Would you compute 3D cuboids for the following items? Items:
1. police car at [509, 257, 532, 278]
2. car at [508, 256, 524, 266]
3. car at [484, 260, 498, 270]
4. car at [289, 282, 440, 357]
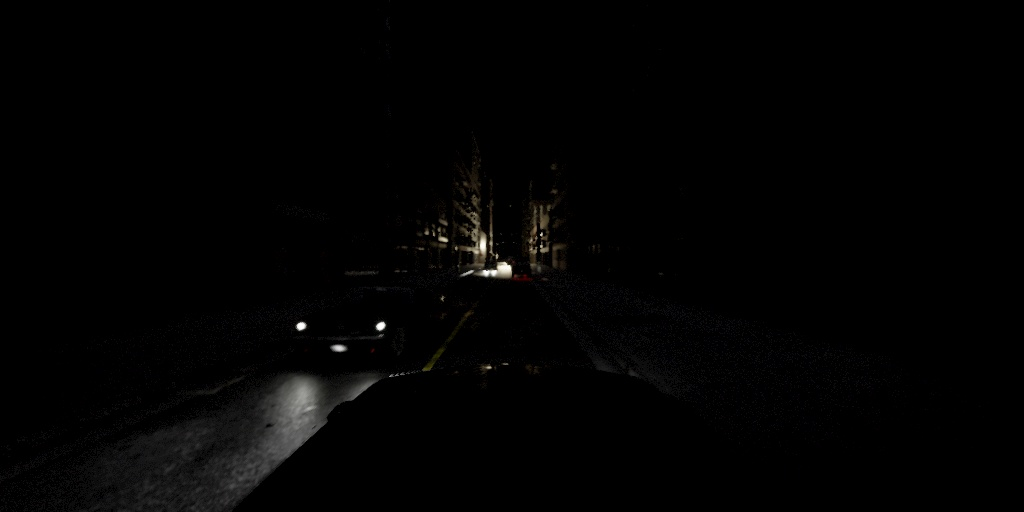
[{"bbox_3d":[0.898,1.196,35.065,1.930,1.638,5.238,0,0,0],"label":"police car"},{"bbox_3d":[0.897,1.025,50.987,2.150,2.045,5.566,0,0,0],"label":"car"},{"bbox_3d":[-3.064,1.295,52.161,2.128,1.511,4.902,0,0,0],"label":"car"},{"bbox_3d":[-3.101,1.351,8.637,1.895,1.301,4.718,0,0,0],"label":"car"}]
